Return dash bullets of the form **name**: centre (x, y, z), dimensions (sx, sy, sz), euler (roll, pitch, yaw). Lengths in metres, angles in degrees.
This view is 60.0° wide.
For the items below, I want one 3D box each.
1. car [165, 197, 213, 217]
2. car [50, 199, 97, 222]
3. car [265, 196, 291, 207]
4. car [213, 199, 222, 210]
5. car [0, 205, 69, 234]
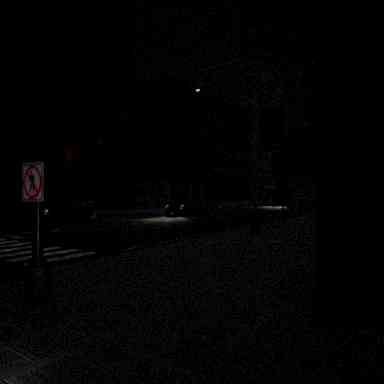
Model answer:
- **car**: centre (-0.427, 1.250, 29.910), dimensions (2.097, 1.767, 4.553), euler (0, 0, 35)
- **car**: centre (-9.016, 1.300, 23.400), dimensions (2.097, 1.767, 4.553), euler (0, 0, 35)
- **car**: centre (12.909, 1.307, 48.631), dimensions (1.837, 1.490, 4.892), euler (0, 0, 36)
- **car**: centre (1.730, 1.432, 38.585), dimensions (1.994, 1.385, 4.181), euler (0, 0, 35)
- **car**: centre (-9.258, 1.562, 17.428), dimensions (1.895, 1.301, 4.718), euler (0, 0, 35)
